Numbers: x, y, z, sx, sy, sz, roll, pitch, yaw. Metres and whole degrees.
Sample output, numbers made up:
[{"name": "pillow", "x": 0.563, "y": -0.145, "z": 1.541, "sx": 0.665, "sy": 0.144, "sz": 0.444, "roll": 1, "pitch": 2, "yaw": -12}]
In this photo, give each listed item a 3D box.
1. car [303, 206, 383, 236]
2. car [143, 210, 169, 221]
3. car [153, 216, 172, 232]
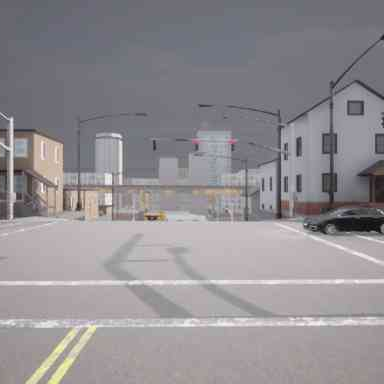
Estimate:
[{"name": "car", "x": 8.541, "y": 1.512, "z": 17.954, "sx": 4.892, "sy": 1.490, "sz": 1.837, "roll": 0, "pitch": 0, "yaw": -1}, {"name": "car", "x": -3.680, "y": 2.536, "z": 33.521, "sx": 1.882, "sy": 1.535, "sz": 5.008, "roll": 0, "pitch": -9, "yaw": 1}, {"name": "car", "x": -3.790, "y": 4.235, "z": 43.744, "sx": 2.128, "sy": 1.511, "sz": 4.902, "roll": 0, "pitch": -13, "yaw": -1}]
